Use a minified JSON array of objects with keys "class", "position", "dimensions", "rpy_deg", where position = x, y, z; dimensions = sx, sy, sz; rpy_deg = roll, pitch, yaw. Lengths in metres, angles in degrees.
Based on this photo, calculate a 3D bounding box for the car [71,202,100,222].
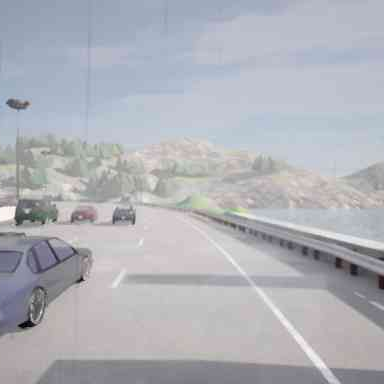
[{"class":"car","position":[-9.379,1.899,29.191],"dimensions":[1.812,1.442,4.674],"rpy_deg":[0,-1,-9]}]

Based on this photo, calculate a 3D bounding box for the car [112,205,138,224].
[{"class":"car","position":[-5.683,1.841,28.261],"dimensions":[2.128,1.511,4.902],"rpy_deg":[0,-1,-9]}]

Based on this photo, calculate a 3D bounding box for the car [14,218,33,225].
[{"class":"car","position":[-7.322,1.755,10.985],"dimensions":[1.895,1.301,4.718],"rpy_deg":[0,-1,-3]}]

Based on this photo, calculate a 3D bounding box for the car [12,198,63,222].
[{"class":"car","position":[-12.570,1.582,27.189],"dimensions":[2.150,2.045,5.566],"rpy_deg":[0,-1,-9]}]

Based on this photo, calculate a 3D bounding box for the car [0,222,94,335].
[{"class":"car","position":[-3.610,1.643,7.060],"dimensions":[2.033,1.411,5.357],"rpy_deg":[0,-1,-2]}]
